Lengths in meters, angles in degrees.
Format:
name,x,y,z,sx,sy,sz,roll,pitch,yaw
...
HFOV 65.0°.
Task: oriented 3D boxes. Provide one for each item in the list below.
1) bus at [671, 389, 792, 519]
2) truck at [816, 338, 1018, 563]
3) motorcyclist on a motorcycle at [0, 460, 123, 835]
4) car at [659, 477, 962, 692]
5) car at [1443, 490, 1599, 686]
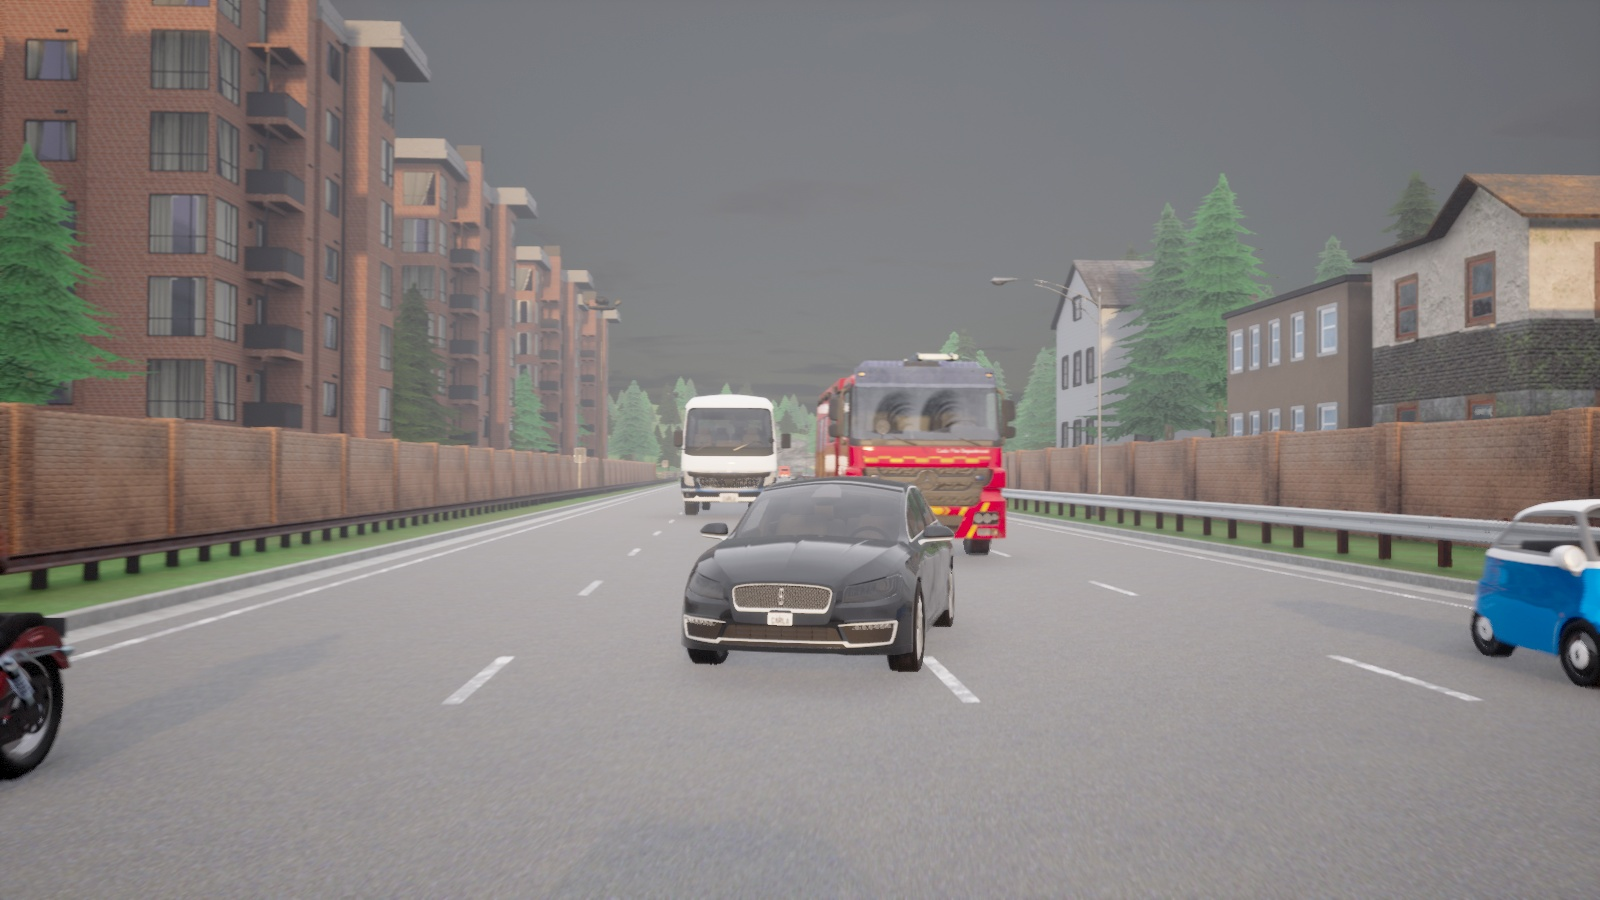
name,x,y,z,sx,sy,sz,roll,pitch,yaw
bus,-2.518,0.223,46.372,3.944,4.253,10.273,0,-1,-3
truck,2.059,0.072,25.661,2.891,3.827,8.468,0,-1,-3
motorcyclist on a motorcycle,-3.898,0.869,5.438,0.766,1.649,2.350,0,-1,-3
car,0.363,1.010,11.467,1.837,1.490,4.892,0,-1,12
car,6.386,1.012,9.835,1.481,1.376,2.207,0,-1,-3
